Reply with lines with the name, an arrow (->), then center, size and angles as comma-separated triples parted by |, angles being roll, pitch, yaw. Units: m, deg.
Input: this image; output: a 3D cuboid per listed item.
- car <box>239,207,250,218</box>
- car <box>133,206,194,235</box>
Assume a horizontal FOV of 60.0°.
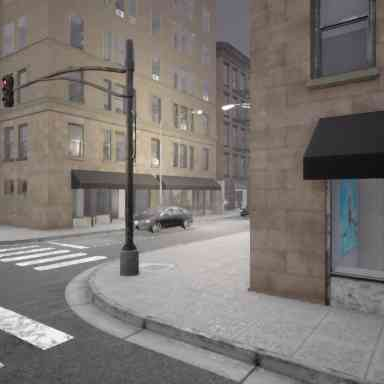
car -> 6.259, 1.785, 31.283 | 1.895, 1.301, 4.718 | 0, 0, 35
car -> -1.797, 1.594, 19.929 | 2.128, 1.511, 4.902 | 0, 0, 35
